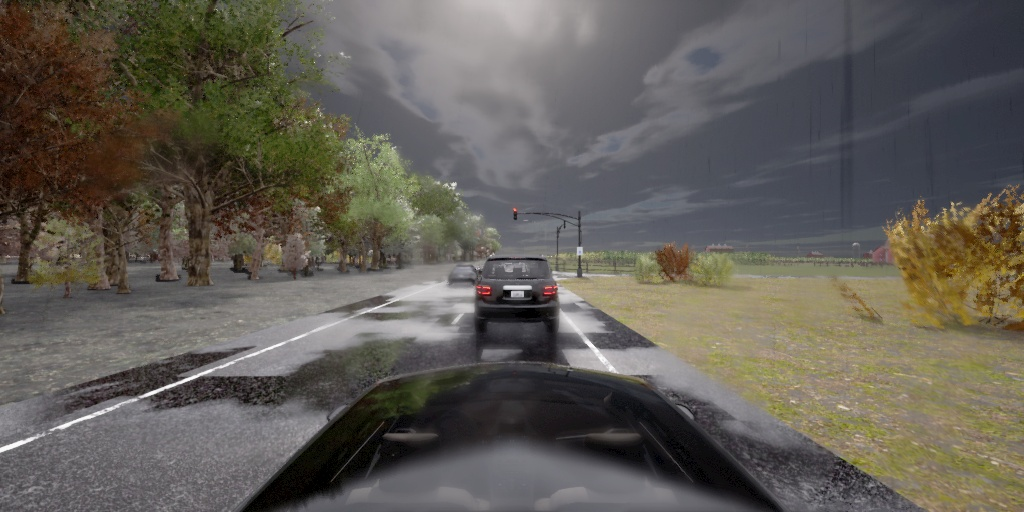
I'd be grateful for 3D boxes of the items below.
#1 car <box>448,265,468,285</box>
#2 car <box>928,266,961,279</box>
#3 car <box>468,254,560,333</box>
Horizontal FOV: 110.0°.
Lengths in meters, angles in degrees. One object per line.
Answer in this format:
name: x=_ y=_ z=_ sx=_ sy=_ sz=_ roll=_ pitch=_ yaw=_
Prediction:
car: x=-3.351 y=1.320 z=25.934 sx=1.994 sy=1.385 sz=4.181 roll=0 pitch=0 yaw=0
car: x=48.590 y=1.783 z=39.226 sx=4.892 sy=1.490 sz=1.837 roll=1 pitch=-1 yaw=0
car: x=0.119 y=0.974 z=10.945 sx=2.150 sy=2.045 sz=5.566 roll=0 pitch=0 yaw=0
